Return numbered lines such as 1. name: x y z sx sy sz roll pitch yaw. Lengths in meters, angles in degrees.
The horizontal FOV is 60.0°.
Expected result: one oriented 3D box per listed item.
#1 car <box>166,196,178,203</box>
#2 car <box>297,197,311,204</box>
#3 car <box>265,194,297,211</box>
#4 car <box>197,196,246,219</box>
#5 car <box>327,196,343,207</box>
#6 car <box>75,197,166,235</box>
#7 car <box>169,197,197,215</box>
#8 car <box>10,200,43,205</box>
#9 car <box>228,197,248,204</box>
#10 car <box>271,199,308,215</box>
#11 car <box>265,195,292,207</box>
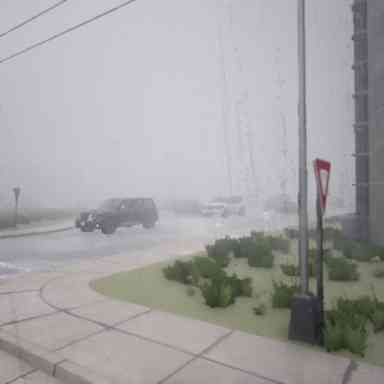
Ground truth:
1. car: -2.574 1.615 53.705 4.605 1.855 1.932 -1 0 35
2. car: 21.324 1.673 65.963 4.193 1.474 1.816 -1 0 35
3. car: 11.434 1.350 43.476 2.150 2.045 5.566 -1 0 35
4. car: 3.136 1.362 31.406 2.150 2.045 5.566 -1 -1 34
5. car: 23.230 1.441 54.273 2.097 1.767 4.553 -1 0 34
6. car: -4.388 1.365 20.385 2.150 2.045 5.566 -1 0 34
7. car: 0.360 1.659 34.638 4.611 1.667 2.242 -1 0 35
8. car: -27.169 1.997 54.680 5.008 1.535 1.882 0 -2 -20
9. car: 10.063 1.817 72.297 3.905 1.438 1.784 -1 0 35
10. car: 10.546 1.699 35.685 1.895 1.301 4.718 -1 0 34
11. car: 14.123 1.481 54.551 3.866 1.878 1.905 -1 0 35
